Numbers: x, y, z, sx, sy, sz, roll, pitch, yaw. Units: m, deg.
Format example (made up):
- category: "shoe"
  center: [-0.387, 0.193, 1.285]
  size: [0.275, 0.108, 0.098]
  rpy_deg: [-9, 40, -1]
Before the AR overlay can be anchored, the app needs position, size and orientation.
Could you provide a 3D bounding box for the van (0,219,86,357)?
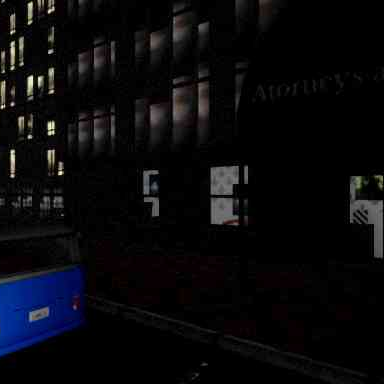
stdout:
- category: "van"
  center: [-3.474, 1.341, 5.370]
  size: [3.998, 1.788, 1.690]
  rpy_deg: [0, 0, 36]
